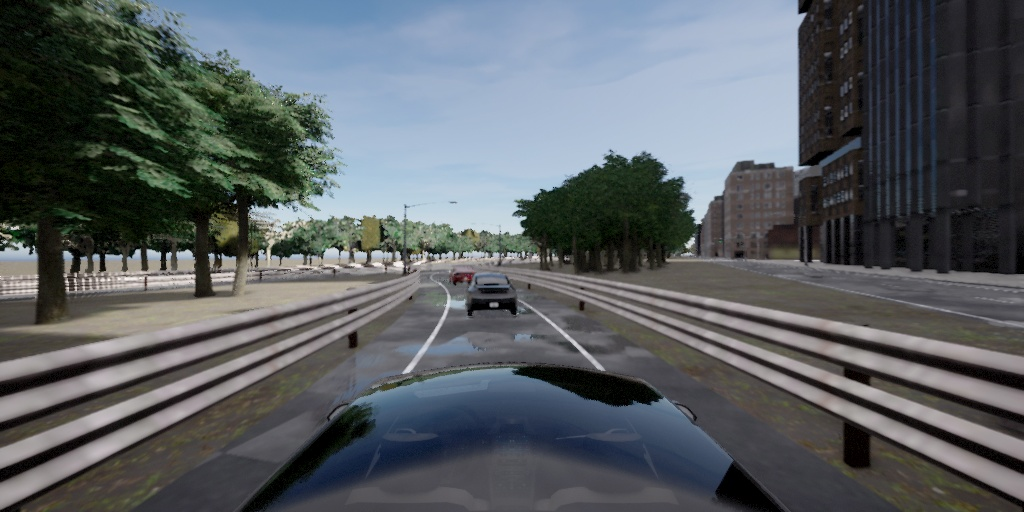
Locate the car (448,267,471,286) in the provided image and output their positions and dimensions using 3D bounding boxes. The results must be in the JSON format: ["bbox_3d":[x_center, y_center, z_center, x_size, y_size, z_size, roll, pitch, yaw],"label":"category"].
[{"bbox_3d":[-4.349,1.664,30.934,1.882,1.535,5.008,0,0,-16],"label":"car"}]

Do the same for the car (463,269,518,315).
[{"bbox_3d":[-0.936,1.448,14.654,1.837,1.490,4.892,0,0,-8],"label":"car"}]
